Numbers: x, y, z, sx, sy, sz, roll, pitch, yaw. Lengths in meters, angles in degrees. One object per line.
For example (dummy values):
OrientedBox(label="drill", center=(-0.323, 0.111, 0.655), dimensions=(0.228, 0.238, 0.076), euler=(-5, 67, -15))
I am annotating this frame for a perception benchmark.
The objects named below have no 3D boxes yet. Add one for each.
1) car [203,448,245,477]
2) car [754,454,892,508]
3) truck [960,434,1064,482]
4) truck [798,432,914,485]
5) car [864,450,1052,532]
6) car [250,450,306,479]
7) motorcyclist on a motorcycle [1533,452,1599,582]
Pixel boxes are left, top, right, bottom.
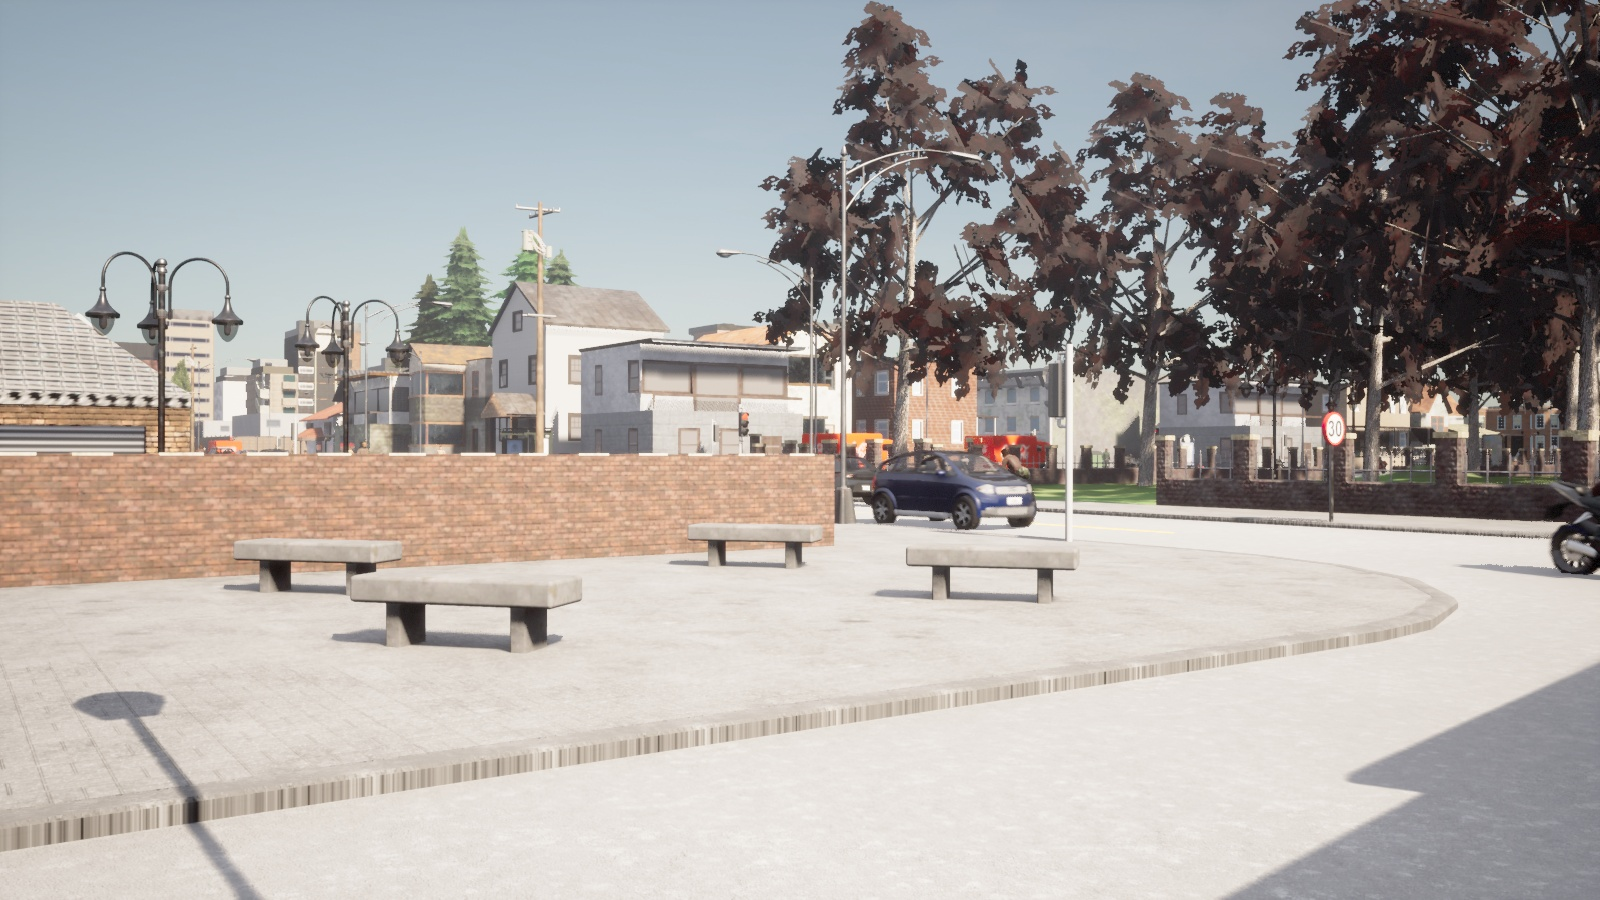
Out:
OrientedBox(label="car", center=(-40.881, 0.859, 89.084), dimensions=(1.932, 1.855, 4.605), euler=(0, 2, -35))
OrientedBox(label="car", center=(0.603, 0.846, 36.427), dimensions=(1.816, 1.474, 4.193), euler=(0, 0, -36))
OrientedBox(label="truck", center=(11.362, 0.398, 67.218), dimensions=(5.204, 2.467, 2.627), euler=(0, 0, -38))
OrientedBox(label="truck", center=(2.738, 0.402, 61.153), dimensions=(5.204, 2.467, 2.627), euler=(0, 0, -39))
OrientedBox(label="car", center=(3.152, 0.779, 25.635), dimensions=(1.789, 1.549, 3.705), euler=(0, 0, -35))
OrientedBox(label="car", center=(-31.357, 0.840, 75.362), dimensions=(2.242, 1.667, 4.611), euler=(0, 0, -35))
OrientedBox(label="motorcyclist on a motorcycle", center=(9.984, 0.795, 14.843), dimensions=(0.866, 1.530, 2.191), euler=(-2, 0, -20))
